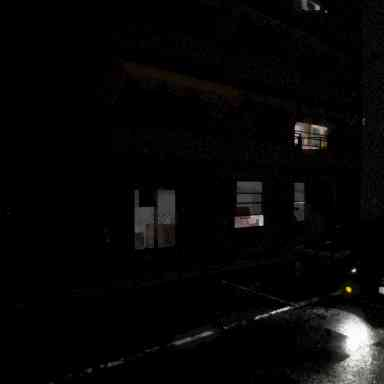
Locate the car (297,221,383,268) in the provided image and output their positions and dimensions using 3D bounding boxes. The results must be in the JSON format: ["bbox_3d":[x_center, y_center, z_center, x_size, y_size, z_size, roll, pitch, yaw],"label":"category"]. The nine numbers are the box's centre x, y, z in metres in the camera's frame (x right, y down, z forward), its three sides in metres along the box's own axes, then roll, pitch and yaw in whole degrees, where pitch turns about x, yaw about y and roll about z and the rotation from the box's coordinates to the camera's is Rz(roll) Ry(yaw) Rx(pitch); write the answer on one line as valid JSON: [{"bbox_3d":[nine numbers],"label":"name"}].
[{"bbox_3d":[5.055,1.582,10.245,4.206,1.307,1.802,0,0,-36],"label":"car"}]

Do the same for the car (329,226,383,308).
[{"bbox_3d":[5.046,1.564,6.995,4.181,1.385,1.994,0,0,-36],"label":"car"}]
